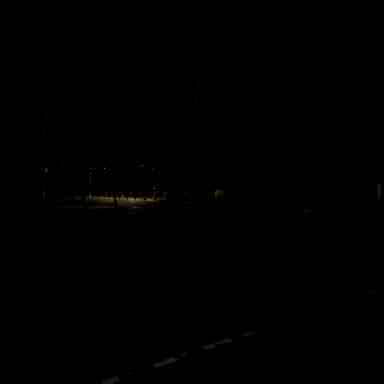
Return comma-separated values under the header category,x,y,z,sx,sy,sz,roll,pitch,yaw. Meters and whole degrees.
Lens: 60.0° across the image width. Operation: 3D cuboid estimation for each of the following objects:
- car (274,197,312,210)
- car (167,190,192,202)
category,x,y,z,sx,sy,sz,roll,pitch,yaw
car,11.547,1.269,38.468,1.812,1.442,4.674,1,0,-36
car,-2.323,0.716,57.466,2.150,2.045,5.566,1,0,-36
